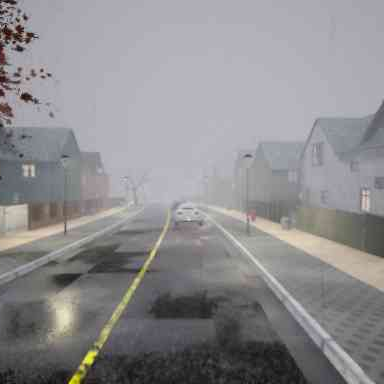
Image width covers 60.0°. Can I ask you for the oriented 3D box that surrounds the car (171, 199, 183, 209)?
[{"bbox_3d":[-1.635,1.638,42.965,1.994,1.385,4.181,0,0,-5],"label":"car"}]

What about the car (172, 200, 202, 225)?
[{"bbox_3d":[-0.314,1.529,23.690,1.812,1.442,4.674,0,0,-2],"label":"car"}]
